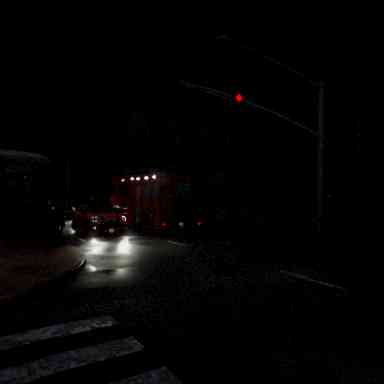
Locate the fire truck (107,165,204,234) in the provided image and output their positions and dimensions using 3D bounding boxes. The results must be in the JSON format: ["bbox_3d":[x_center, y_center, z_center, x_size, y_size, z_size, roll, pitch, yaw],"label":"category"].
[{"bbox_3d":[-2.715,0.480,21.623,2.891,3.827,8.468,2,-1,-32],"label":"fire truck"}]

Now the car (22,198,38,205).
[{"bbox_3d":[-22.862,1.622,46.828,1.812,1.442,4.674,2,-1,-32],"label":"car"}]

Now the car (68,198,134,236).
[{"bbox_3d":[-5.291,1.398,18.894,2.097,1.767,4.553,2,-1,-32],"label":"car"}]

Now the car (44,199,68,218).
[{"bbox_3d":[-11.421,1.417,28.606,2.097,1.767,4.553,2,-1,-32],"label":"car"}]
